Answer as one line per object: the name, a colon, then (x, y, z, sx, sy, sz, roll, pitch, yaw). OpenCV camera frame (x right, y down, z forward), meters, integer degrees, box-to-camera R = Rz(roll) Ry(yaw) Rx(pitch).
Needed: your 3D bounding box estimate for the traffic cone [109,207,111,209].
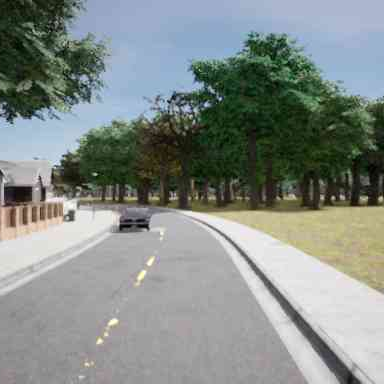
traffic cone: (-11.859, 2.201, 48.126, 0.340, 0.580, 0.340, 0, 0, -25)

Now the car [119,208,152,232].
car: (-3.523, 1.703, 21.155, 1.895, 1.301, 4.718, 0, 0, -6)
